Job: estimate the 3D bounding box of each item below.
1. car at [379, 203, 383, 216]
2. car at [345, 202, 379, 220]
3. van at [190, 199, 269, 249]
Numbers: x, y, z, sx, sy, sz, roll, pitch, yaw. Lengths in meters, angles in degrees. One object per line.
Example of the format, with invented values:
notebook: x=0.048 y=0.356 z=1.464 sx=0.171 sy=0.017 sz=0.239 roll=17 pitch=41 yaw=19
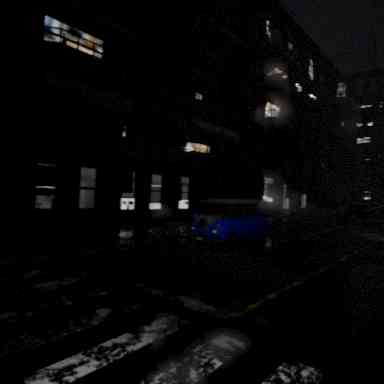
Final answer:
car: x=19.068 y=1.797 z=35.163 sx=2.008 sy=1.369 sz=4.403 roll=4 pitch=2 yaw=39
car: x=15.574 y=1.728 z=30.827 sx=1.947 sy=1.339 sz=4.313 roll=4 pitch=2 yaw=39
van: x=1.611 y=1.170 z=13.474 sx=1.690 sy=1.788 sz=3.998 roll=4 pitch=2 yaw=39
